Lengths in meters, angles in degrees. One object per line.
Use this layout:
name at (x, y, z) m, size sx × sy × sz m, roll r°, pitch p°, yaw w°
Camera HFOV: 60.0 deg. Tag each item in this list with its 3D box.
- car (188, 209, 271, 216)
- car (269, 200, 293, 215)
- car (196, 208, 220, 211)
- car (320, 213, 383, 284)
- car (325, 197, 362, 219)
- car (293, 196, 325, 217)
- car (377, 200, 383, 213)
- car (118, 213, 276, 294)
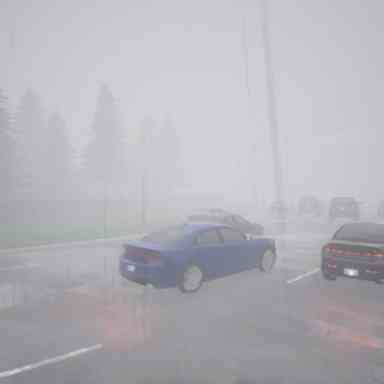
car at (1.439, 1.695, 15.280) m, size 2.033 × 1.411 × 5.357 m, roll -1°, pitch -1°, yaw 36°
car at (10.300, 1.651, 37.805) m, size 2.097 × 1.767 × 4.553 m, roll -1°, pitch -1°, yaw 29°
car at (1.283, 1.740, 21.645) m, size 1.812 × 1.442 × 4.674 m, roll -1°, pitch -1°, yaw 31°
car at (5.188, 1.559, 9.292) m, size 1.837 × 1.490 × 4.892 m, roll 0°, pitch 0°, yaw 42°
car at (12.782, 1.397, 27.750) m, size 2.150 × 2.045 × 5.566 m, roll -1°, pitch -1°, yaw 29°
car at (12.420, 1.468, 34.379) m, size 2.150 × 2.045 × 5.566 m, roll -1°, pitch -1°, yaw 29°
car at (20.053, 1.525, 33.760) m, size 2.097 × 1.767 × 4.553 m, roll -1°, pitch -1°, yaw 29°
car at (0.411, 1.573, 9.217) m, size 5.008 × 1.535 × 1.882 m, roll 0°, pitch 0°, yaw -44°
